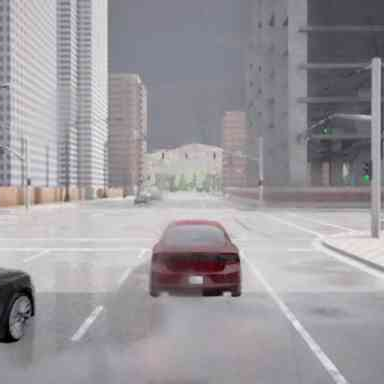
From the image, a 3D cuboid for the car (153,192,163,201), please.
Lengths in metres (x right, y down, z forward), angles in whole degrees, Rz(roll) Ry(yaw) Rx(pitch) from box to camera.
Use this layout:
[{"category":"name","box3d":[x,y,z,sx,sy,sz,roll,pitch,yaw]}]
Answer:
[{"category":"car","box3d":[-6.895,0.880,64.252,2.097,1.767,4.553,0,0,1]}]

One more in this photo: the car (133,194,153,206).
[{"category":"car","box3d":[-7.201,1.151,48.109,1.837,1.490,4.892,0,1,1]}]

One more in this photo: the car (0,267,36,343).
[{"category":"car","box3d":[-3.447,1.465,3.464,2.128,1.511,4.902,0,0,1]}]

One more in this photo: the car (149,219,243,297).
[{"category":"car","box3d":[0.068,1.415,8.466,1.882,1.535,5.008,0,0,0]}]
